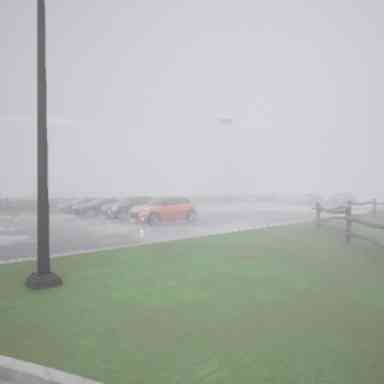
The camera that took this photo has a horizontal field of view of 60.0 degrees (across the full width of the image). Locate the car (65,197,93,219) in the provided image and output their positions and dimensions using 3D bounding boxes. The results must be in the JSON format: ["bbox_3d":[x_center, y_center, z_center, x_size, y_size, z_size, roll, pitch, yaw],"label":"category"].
[{"bbox_3d":[-6.890,1.177,26.060,5.008,1.535,1.882,-1,1,-43],"label":"car"}]

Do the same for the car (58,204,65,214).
[{"bbox_3d":[-9.049,1.178,28.830,4.892,1.490,1.837,-1,1,-43],"label":"car"}]

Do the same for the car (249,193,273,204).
[{"bbox_3d":[9.913,0.866,46.334,4.902,1.511,2.128,-1,1,-42],"label":"car"}]

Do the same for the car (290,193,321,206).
[{"bbox_3d":[14.561,0.927,41.100,4.892,1.490,1.837,0,1,-42],"label":"car"}]

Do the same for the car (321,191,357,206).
[{"bbox_3d":[17.539,0.785,39.075,4.553,1.767,2.097,-1,1,-42],"label":"car"}]

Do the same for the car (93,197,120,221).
[{"bbox_3d":[-4.264,1.069,23.721,4.553,1.767,2.097,-1,1,-43],"label":"car"}]

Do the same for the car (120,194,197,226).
[{"bbox_3d":[-1.863,1.091,21.174,4.553,1.767,2.097,-1,1,-43],"label":"car"}]

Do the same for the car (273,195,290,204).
[{"bbox_3d":[13.450,0.980,44.821,4.718,1.301,1.895,-1,1,-42],"label":"car"}]
